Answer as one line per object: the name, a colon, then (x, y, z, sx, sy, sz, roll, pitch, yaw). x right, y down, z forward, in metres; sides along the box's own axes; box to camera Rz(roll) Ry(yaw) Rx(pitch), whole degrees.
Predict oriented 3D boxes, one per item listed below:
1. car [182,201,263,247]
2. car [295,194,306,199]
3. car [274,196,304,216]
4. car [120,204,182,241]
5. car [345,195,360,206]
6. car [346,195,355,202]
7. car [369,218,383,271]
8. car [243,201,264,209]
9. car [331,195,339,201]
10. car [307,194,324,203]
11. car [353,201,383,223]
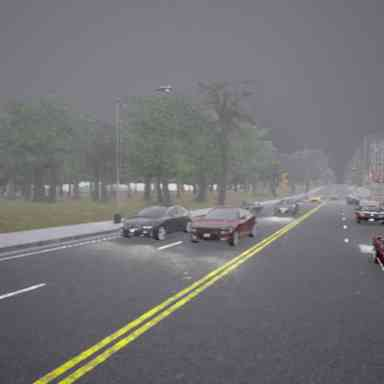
car: (1.596, 1.407, 15.092, 1.882, 1.535, 5.008, 1, 0, 24)
car: (21.056, 1.369, 66.149, 1.812, 1.442, 4.674, 1, 1, 24)
car: (9.199, 1.447, 32.035, 2.128, 1.511, 4.902, 1, 0, 24)
car: (-1.509, 1.372, 16.110, 1.837, 1.490, 4.892, 1, 0, 24)
car: (27.349, 1.568, 56.360, 1.837, 1.490, 4.892, 1, 0, 24)
car: (36.677, 1.413, 77.141, 1.812, 1.442, 4.674, 1, 1, 24)
car: (6.060, 1.649, 8.929, 1.895, 1.301, 4.718, 1, 0, 24)
car: (5.373, 1.492, 31.450, 1.895, 1.301, 4.718, 1, 0, 24)
car: (33.569, 1.370, 78.154, 2.033, 1.411, 5.357, 1, 1, 24)
car: (24.192, 1.382, 65.198, 1.882, 1.535, 5.008, 1, 1, 24)
car: (13.704, 1.683, 25.702, 1.895, 1.301, 4.718, 1, 1, 24)
